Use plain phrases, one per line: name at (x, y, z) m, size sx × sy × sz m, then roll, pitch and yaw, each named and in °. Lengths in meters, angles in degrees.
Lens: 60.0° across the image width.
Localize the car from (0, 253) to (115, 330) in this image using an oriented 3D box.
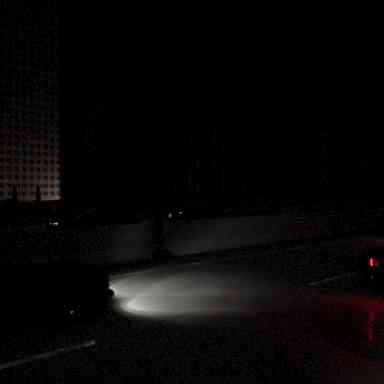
car at (-4.032, 1.548, 5.172) m, size 5.357 × 1.411 × 2.033 m, roll 0°, pitch 0°, yaw -35°

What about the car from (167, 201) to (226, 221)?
car at (0.403, 1.484, 25.771) m, size 4.902 × 1.511 × 2.128 m, roll 0°, pitch 0°, yaw -35°

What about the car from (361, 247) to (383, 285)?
car at (6.236, 1.595, 8.193) m, size 4.718 × 1.301 × 1.895 m, roll 0°, pitch 0°, yaw -36°

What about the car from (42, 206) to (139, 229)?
car at (-5.187, 1.489, 17.489) m, size 4.902 × 1.511 × 2.128 m, roll 0°, pitch 0°, yaw -35°
